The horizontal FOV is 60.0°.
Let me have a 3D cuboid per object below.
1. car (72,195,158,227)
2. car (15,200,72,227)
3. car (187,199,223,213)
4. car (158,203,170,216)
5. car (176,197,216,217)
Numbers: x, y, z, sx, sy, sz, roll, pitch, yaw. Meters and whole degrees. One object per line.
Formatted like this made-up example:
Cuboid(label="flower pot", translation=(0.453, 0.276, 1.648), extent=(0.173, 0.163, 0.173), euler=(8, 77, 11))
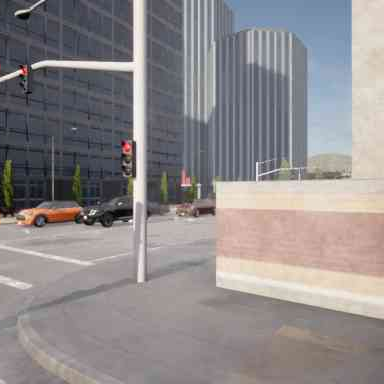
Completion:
Cuboid(label="car", translation=(-5.236, 1.277, 23.585), extent=(2.150, 2.045, 5.566), euler=(0, 0, 36))
Cuboid(label="car", translation=(-9.792, 1.407, 23.239), extent=(2.097, 1.767, 4.553), euler=(0, 0, 36))
Cuboid(label="car", translation=(1.662, 1.560, 39.162), extent=(1.837, 1.490, 4.892), euler=(0, 0, 36))
Cuboid(label="car", translation=(-4.265, 1.603, 30.933), extent=(2.033, 1.411, 5.357), euler=(0, 0, 36))
Cuboid(label="car", translation=(0.494, 1.407, 31.553), extent=(2.097, 1.767, 4.553), euler=(0, 0, 36))
